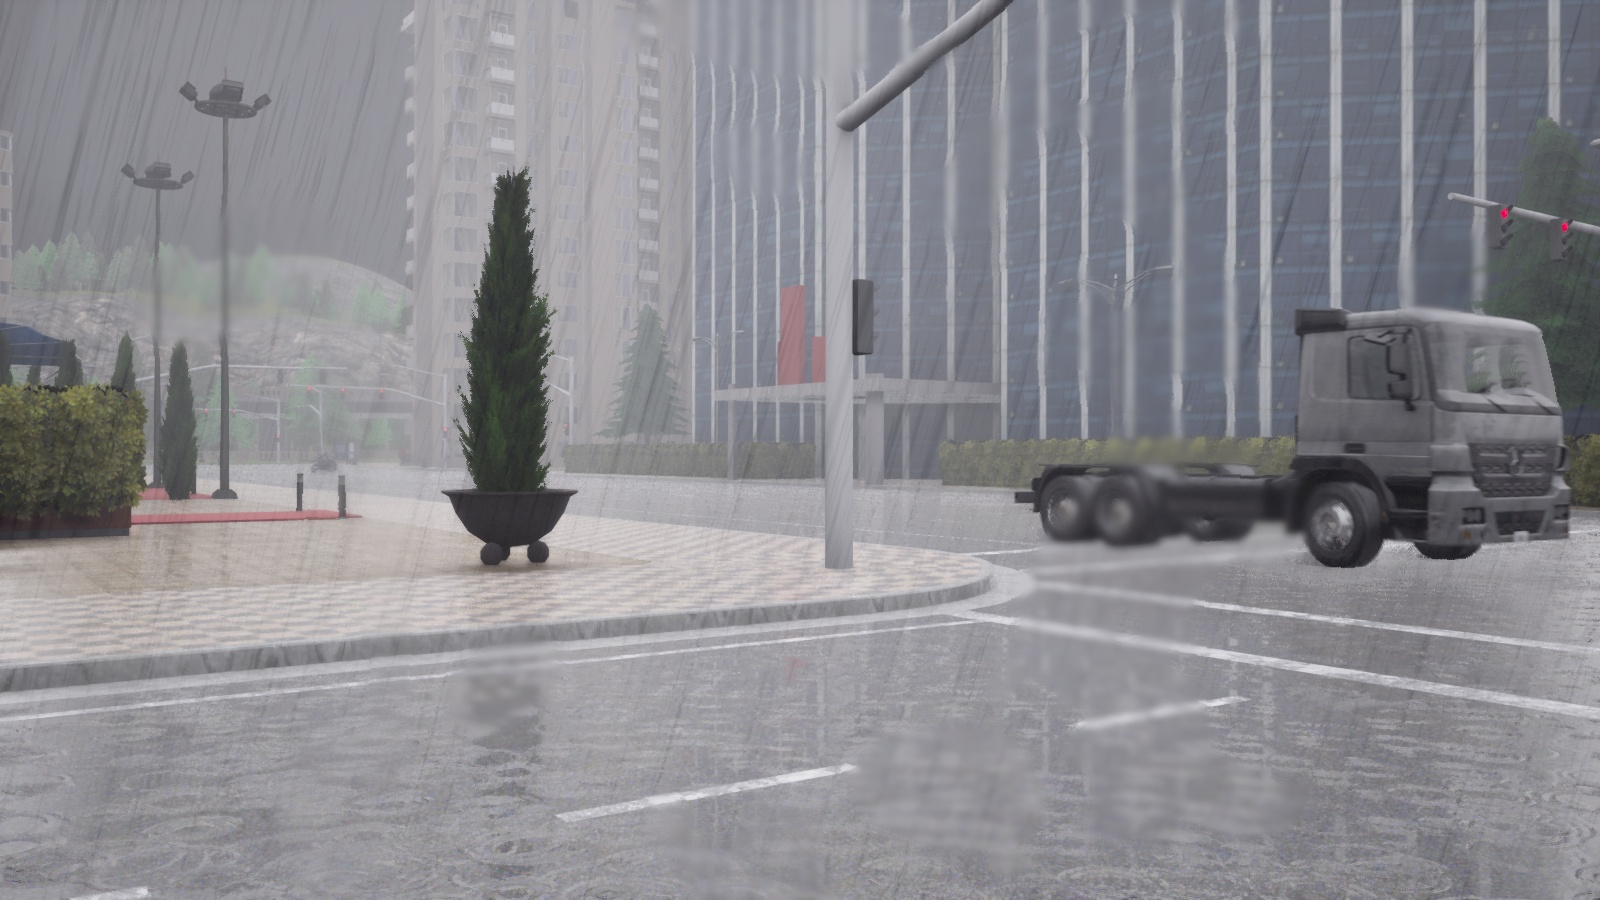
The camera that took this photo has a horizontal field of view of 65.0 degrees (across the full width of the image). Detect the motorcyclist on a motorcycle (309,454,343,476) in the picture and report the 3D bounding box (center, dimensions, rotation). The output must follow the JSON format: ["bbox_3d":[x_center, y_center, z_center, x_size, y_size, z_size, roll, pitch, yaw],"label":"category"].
[{"bbox_3d":[-34.061,1.073,90.268,2.191,1.530,0.866,0,-1,14],"label":"motorcyclist on a motorcycle"}]

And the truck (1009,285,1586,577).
[{"bbox_3d":[6.938,-0.205,19.017,2.891,3.462,7.936,0,0,-32],"label":"truck"}]
